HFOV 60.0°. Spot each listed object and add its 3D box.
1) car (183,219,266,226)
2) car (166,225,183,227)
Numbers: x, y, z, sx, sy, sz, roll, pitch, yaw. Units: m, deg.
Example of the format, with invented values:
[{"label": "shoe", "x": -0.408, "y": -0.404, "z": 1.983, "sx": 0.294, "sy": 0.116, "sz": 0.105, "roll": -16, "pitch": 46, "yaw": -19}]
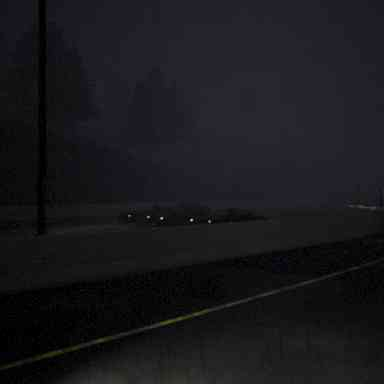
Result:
[{"label": "car", "x": 2.082, "y": 1.612, "z": 19.097, "sx": 4.718, "sy": 1.301, "sz": 1.895, "roll": 0, "pitch": 0, "yaw": -40}, {"label": "car", "x": -0.597, "y": 1.618, "z": 21.422, "sx": 4.718, "sy": 1.301, "sz": 1.895, "roll": 0, "pitch": 0, "yaw": -40}]
